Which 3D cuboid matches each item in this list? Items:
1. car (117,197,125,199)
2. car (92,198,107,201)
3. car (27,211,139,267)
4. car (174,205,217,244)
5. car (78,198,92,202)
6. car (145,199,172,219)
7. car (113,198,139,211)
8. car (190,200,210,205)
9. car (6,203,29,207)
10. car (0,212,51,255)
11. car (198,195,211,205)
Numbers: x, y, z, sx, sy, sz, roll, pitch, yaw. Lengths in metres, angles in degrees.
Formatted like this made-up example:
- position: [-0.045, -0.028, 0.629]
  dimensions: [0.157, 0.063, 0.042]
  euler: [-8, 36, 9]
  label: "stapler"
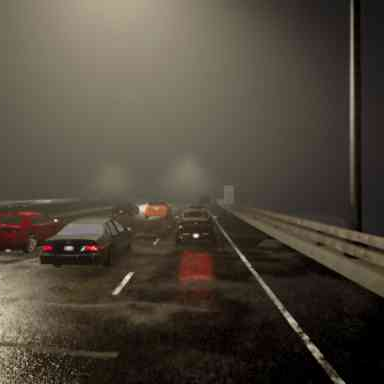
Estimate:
- position: [-15.881, 1.855, 74.230]
  dimensions: [2.097, 1.767, 4.553]
  euler: [0, 0, 2]
  label: "car"
- position: [-19.484, 2.002, 71.932]
  dimensions: [1.812, 1.442, 4.674]
  euler: [0, 0, 2]
  label: "car"
- position: [-3.356, 1.615, 11.649]
  dimensions: [2.033, 1.411, 5.357]
  euler: [0, 0, 0]
  label: "car"
- position: [0.191, 1.602, 16.496]
  dimensions: [1.837, 1.490, 4.892]
  euler: [0, 0, 1]
  label: "car"
- position: [-22.980, 1.958, 72.087]
  dimensions: [1.882, 1.535, 5.008]
  euler: [0, 0, 2]
  label: "car"
- position: [-3.093, 1.544, 31.530]
  dimensions: [2.097, 1.767, 4.553]
  euler: [0, 0, 1]
  label: "car"
- position: [-6.558, 1.682, 33.371]
  dimensions: [1.882, 1.535, 5.008]
  euler: [0, 0, 1]
  label: "car"
- position: [0.425, 1.761, 32.406]
  dimensions: [1.994, 1.385, 4.181]
  euler: [0, 0, 1]
  label: "car"
- position: [-17.260, 1.766, 32.912]
  dimensions: [1.994, 1.385, 4.181]
  euler: [0, 0, 1]
  label: "car"
- position: [-6.839, 1.558, 13.755]
  dimensions: [1.882, 1.535, 5.008]
  euler: [0, 0, 1]
  label: "car"
- position: [2.379, 1.625, 62.250]
  dimensions: [2.150, 2.045, 5.566]
  euler: [0, 0, 2]
  label: "car"
